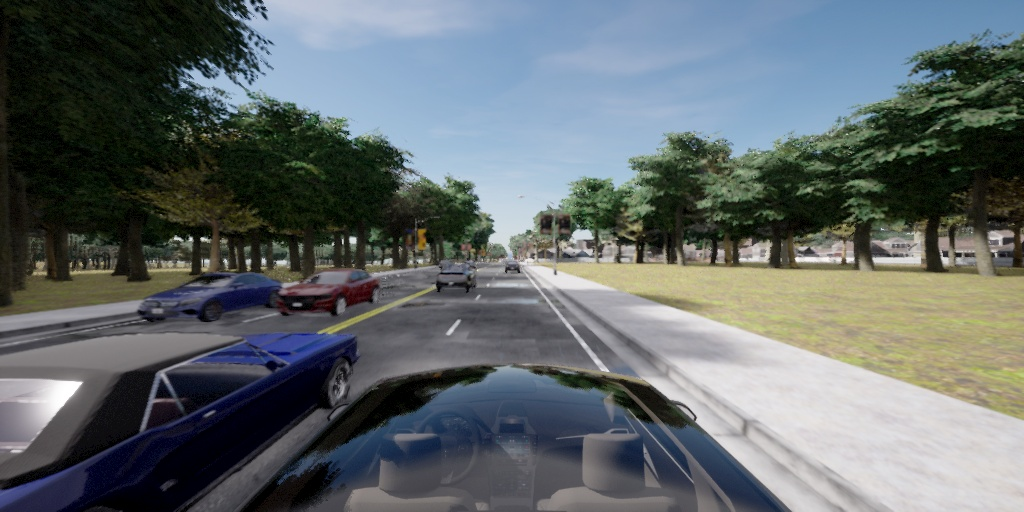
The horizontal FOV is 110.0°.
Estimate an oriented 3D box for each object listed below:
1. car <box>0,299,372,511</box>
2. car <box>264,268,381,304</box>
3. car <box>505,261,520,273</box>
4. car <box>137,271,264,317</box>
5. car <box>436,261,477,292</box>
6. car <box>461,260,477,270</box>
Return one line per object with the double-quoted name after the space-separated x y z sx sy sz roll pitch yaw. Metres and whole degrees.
-3.150 1.351 3.187 1.895 1.301 4.718 0 0 0 "car"
-6.612 1.228 13.541 1.882 1.535 5.008 0 0 0 "car"
0.054 1.326 45.299 1.812 1.442 4.674 0 0 0 "car"
-9.860 1.275 12.308 1.812 1.442 4.674 0 0 0 "car"
-3.170 1.244 21.053 2.128 1.511 4.902 0 0 0 "car"
-6.613 1.399 55.681 1.994 1.385 4.181 0 0 0 "car"
